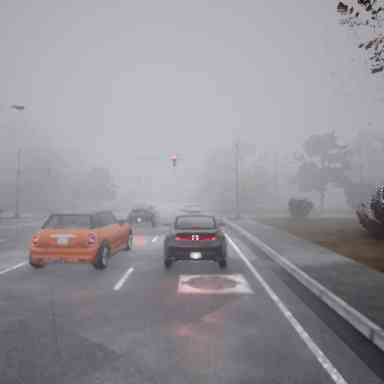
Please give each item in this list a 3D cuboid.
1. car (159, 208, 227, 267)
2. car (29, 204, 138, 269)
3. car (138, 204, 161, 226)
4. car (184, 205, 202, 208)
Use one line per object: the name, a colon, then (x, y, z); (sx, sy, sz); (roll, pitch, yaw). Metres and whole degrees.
car: (0.100, 1.480, 11.302); (1.837, 1.490, 4.892); (0, -1, 0)
car: (-3.430, 1.334, 11.218); (2.097, 1.767, 4.553); (0, 0, 3)
car: (-3.400, 1.629, 23.935); (1.837, 1.490, 4.892); (0, -1, 0)
car: (0.081, 1.653, 24.067); (1.812, 1.442, 4.674); (0, -1, 0)
